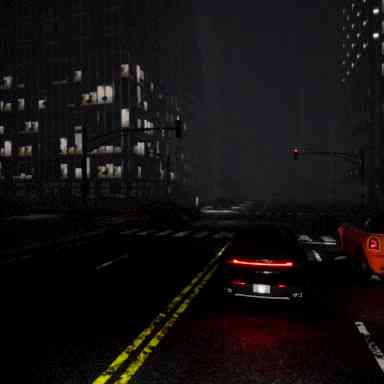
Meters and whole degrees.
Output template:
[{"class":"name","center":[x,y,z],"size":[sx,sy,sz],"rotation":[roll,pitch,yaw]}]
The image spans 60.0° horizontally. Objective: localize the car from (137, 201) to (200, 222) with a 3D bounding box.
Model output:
[{"class":"car","center":[-1.833,1.433,25.902],"size":[5.008,1.535,1.882],"rotation":[0,1,15]}]

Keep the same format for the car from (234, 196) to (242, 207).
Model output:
[{"class":"car","center":[6.260,1.471,51.886],"size":[1.837,1.490,4.892],"rotation":[0,0,14]}]

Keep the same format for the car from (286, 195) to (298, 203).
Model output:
[{"class":"car","center":[20.976,1.463,69.517],"size":[2.128,1.511,4.902],"rotation":[0,0,14]}]

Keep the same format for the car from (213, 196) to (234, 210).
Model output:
[{"class":"car","center":[3.943,1.501,42.880],"size":[1.812,1.442,4.674],"rotation":[0,0,14]}]

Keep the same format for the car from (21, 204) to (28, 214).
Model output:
[{"class":"car","center":[-17.380,1.289,30.230],"size":[5.008,1.535,1.882],"rotation":[0,1,16]}]

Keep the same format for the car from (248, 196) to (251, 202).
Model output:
[{"class":"car","center":[12.193,1.480,74.536],"size":[1.994,1.385,4.181],"rotation":[0,0,14]}]

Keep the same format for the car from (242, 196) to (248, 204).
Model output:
[{"class":"car","center":[8.759,1.481,61.473],"size":[1.812,1.442,4.674],"rotation":[0,0,15]}]

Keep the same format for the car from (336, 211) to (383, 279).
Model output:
[{"class":"car","center":[5.734,1.347,9.962],"size":[2.097,1.767,4.553],"rotation":[0,0,15]}]

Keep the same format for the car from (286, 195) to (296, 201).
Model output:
[{"class":"car","center":[23.546,1.465,79.517],"size":[2.033,1.411,5.357],"rotation":[0,0,14]}]

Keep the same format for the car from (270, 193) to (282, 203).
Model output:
[{"class":"car","center":[17.808,1.157,70.269],"size":[2.150,2.045,5.566],"rotation":[0,0,14]}]

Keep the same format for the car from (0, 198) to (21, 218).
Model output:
[{"class":"car","center":[-16.744,1.434,27.237],"size":[4.313,1.339,1.947],"rotation":[1,1,16]}]

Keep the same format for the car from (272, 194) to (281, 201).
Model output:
[{"class":"car","center":[20.398,1.235,80.329],"size":[1.882,1.535,5.008],"rotation":[0,0,14]}]

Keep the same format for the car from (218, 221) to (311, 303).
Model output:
[{"class":"car","center":[1.862,1.501,8.362],"size":[1.837,1.490,4.892],"rotation":[0,0,14]}]
